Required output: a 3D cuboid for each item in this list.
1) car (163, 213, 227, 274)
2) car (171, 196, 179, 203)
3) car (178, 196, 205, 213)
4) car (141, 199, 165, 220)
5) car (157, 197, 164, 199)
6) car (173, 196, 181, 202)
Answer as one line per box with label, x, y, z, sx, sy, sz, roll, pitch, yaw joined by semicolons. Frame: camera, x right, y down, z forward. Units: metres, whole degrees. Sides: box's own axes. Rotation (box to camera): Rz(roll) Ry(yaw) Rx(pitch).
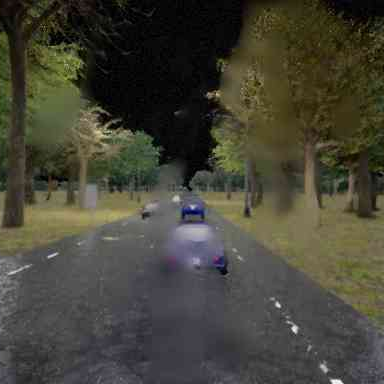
car;0.084;1.655;10.886;1.812;1.442;4.674;0;-1;0
car;-3.388;1.647;71.492;1.812;1.442;4.674;0;0;-2
car;0.085;1.513;32.204;2.150;2.045;5.566;0;0;0
car;-3.638;1.767;31.777;1.882;1.535;5.008;0;0;0
car;-6.784;1.850;72.308;1.895;1.301;4.718;0;0;-5
car;-3.530;1.621;79.002;1.837;1.490;4.892;0;0;0
